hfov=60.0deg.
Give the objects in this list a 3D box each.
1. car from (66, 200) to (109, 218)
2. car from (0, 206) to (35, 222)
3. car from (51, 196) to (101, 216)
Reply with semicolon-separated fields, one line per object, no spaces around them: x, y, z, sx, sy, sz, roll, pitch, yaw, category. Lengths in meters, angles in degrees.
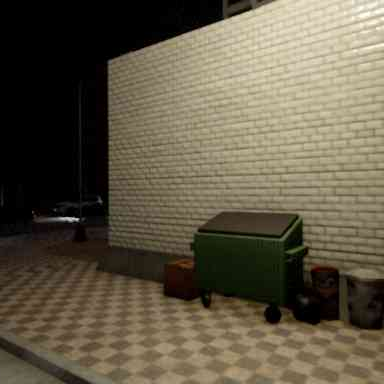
-9.798;1.778;33.016;1.994;1.385;4.181;0;0;36;car
-14.670;1.778;26.182;1.994;1.385;4.181;0;0;33;car
-12.167;1.456;35.746;2.150;2.045;5.566;0;0;36;car
